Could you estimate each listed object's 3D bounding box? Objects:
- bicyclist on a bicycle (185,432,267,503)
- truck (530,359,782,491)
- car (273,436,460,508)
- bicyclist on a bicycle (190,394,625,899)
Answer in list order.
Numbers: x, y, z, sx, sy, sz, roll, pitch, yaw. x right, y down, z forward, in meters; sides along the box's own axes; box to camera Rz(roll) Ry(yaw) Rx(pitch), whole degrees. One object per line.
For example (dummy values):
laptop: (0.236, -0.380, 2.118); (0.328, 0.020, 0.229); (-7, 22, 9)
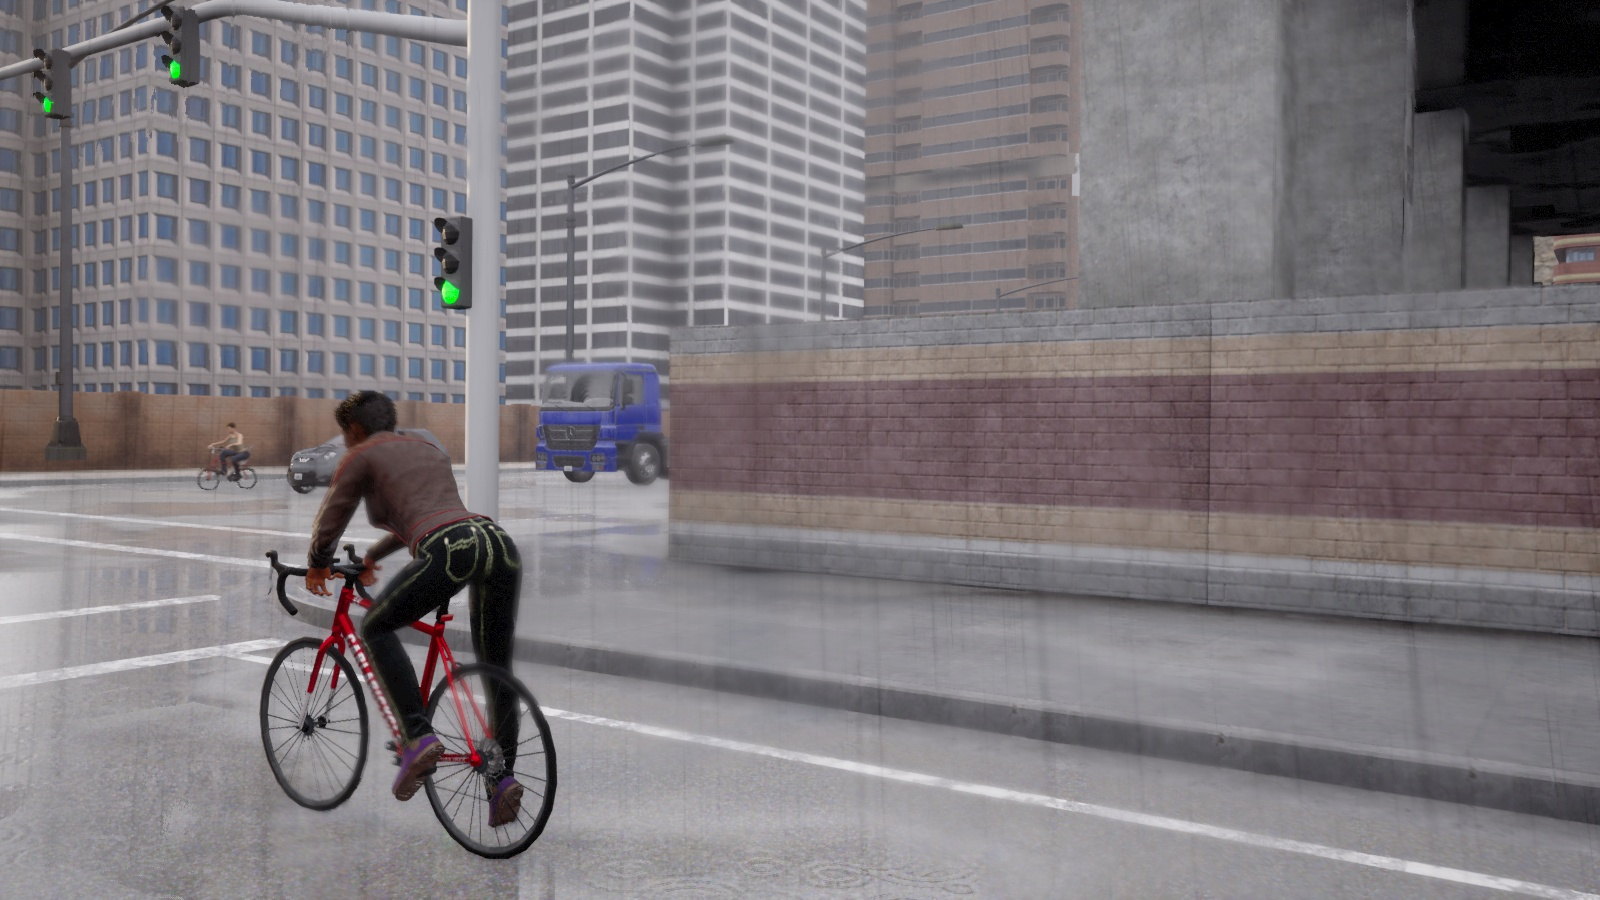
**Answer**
bicyclist on a bicycle: (-13.450, 0.388, 29.446); (0.866, 1.612, 1.509); (0, 1, 34)
truck: (-4.016, -0.721, 37.134); (2.891, 3.462, 7.936); (0, 1, 34)
car: (-9.798, 0.444, 28.592); (1.845, 1.501, 3.633); (0, 1, 34)
bicyclist on a bicycle: (-1.472, 0.635, 4.599); (1.656, 1.620, 0.582); (0, 1, 34)
